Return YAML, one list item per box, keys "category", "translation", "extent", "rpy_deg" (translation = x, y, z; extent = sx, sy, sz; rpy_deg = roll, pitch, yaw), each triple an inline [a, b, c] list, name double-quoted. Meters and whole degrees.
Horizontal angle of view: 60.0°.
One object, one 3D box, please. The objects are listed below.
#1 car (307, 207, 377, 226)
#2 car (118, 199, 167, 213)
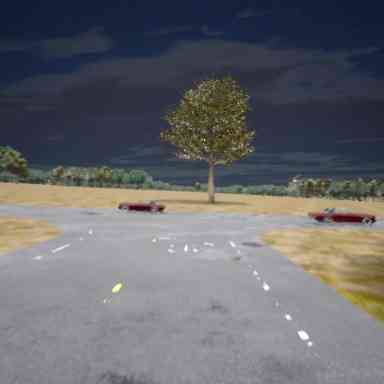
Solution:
- category: "car"
  translation: [11.556, 1.868, 25.692]
  extent: [4.718, 1.301, 1.895]
  rpy_deg: [2, 0, 1]
- category: "car"
  translation: [-4.925, 1.391, 33.071]
  extent: [4.718, 1.301, 1.895]
  rpy_deg: [2, 1, 1]
